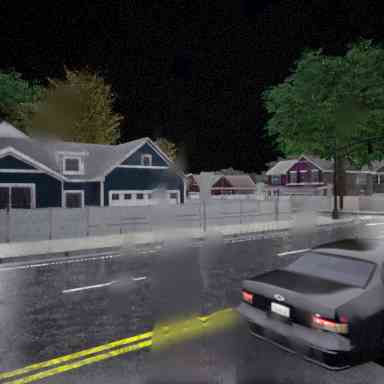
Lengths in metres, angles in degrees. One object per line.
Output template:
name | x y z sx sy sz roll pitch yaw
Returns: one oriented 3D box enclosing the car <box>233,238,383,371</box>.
car | 3.157 1.539 5.719 5.357 1.411 2.033 0 0 -36
